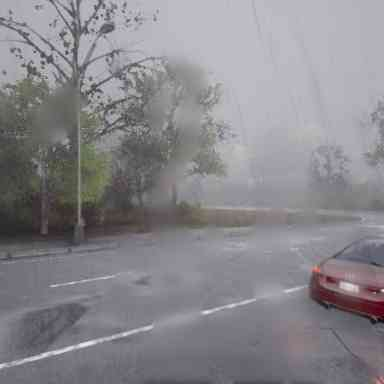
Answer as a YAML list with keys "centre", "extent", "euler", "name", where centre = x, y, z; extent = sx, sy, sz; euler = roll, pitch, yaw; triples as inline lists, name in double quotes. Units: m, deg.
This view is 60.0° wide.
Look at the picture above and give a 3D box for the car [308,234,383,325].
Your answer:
- centre: [4.275, 1.560, 6.717]
  extent: [4.181, 1.385, 1.994]
  euler: [0, 0, -35]
  name: "car"
